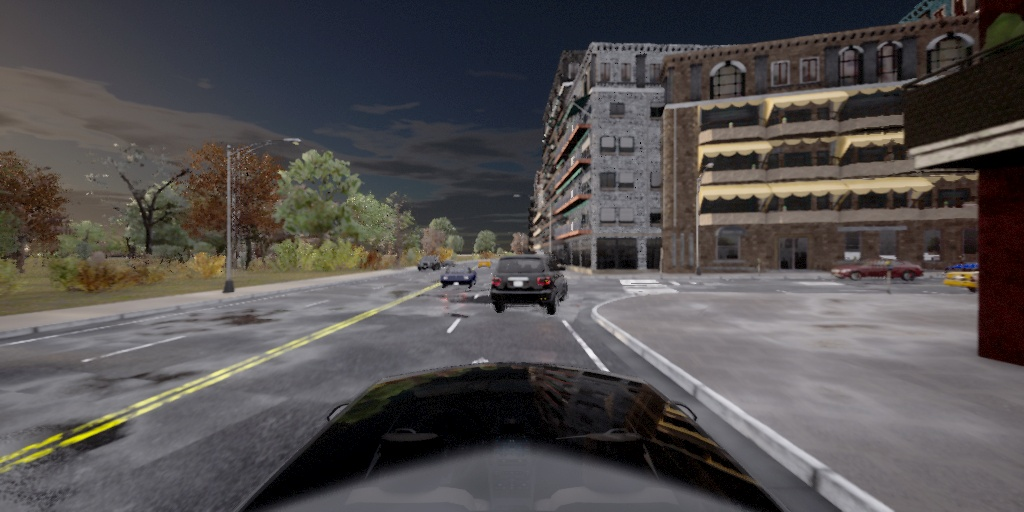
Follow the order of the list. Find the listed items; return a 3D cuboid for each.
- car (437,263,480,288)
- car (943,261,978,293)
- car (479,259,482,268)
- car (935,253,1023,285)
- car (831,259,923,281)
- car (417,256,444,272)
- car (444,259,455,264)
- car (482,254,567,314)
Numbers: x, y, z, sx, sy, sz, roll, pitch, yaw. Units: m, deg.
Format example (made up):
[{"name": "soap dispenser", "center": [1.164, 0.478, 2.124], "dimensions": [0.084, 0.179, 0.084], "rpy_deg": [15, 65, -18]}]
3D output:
[{"name": "car", "center": [-3.371, 1.341, 23.533], "dimensions": [1.895, 1.301, 4.718], "rpy_deg": [0, 0, -1]}, {"name": "car", "center": [20.446, 0.797, 14.016], "dimensions": [4.829, 1.417, 1.751], "rpy_deg": [0, 0, 15]}, {"name": "car", "center": [-4.534, 1.215, 59.906], "dimensions": [1.882, 1.535, 5.008], "rpy_deg": [0, 0, -2]}, {"name": "car", "center": [25.909, 0.654, 18.527], "dimensions": [5.008, 1.535, 1.882], "rpy_deg": [-1, 0, 15]}, {"name": "car", "center": [22.428, 0.825, 22.161], "dimensions": [4.207, 1.307, 1.802], "rpy_deg": [0, 0, 15]}, {"name": "car", "center": [-10.771, 0.965, 46.780], "dimensions": [2.150, 2.045, 5.566], "rpy_deg": [0, 0, -2]}, {"name": "car", "center": [-11.271, 1.302, 64.347], "dimensions": [1.994, 1.385, 4.181], "rpy_deg": [0, 0, -1]}, {"name": "car", "center": [0.825, 0.964, 14.042], "dimensions": [2.150, 2.045, 5.566], "rpy_deg": [-1, 0, 13]}]
